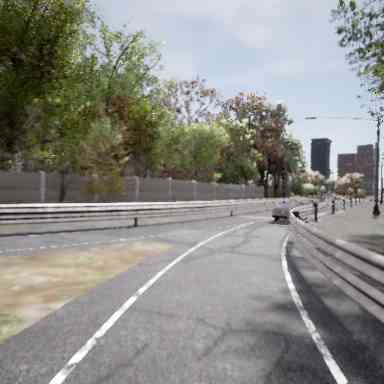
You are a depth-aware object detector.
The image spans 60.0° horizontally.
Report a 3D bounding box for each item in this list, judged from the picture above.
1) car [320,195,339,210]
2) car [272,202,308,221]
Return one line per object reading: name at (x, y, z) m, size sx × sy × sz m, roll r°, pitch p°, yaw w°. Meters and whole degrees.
car at (18.537, 1.555, 44.501) m, size 1.812 × 1.442 × 4.674 m, roll 2°, pitch 1°, yaw 30°
car at (7.680, 1.499, 25.692) m, size 2.033 × 1.411 × 5.357 m, roll 1°, pitch 1°, yaw 29°
